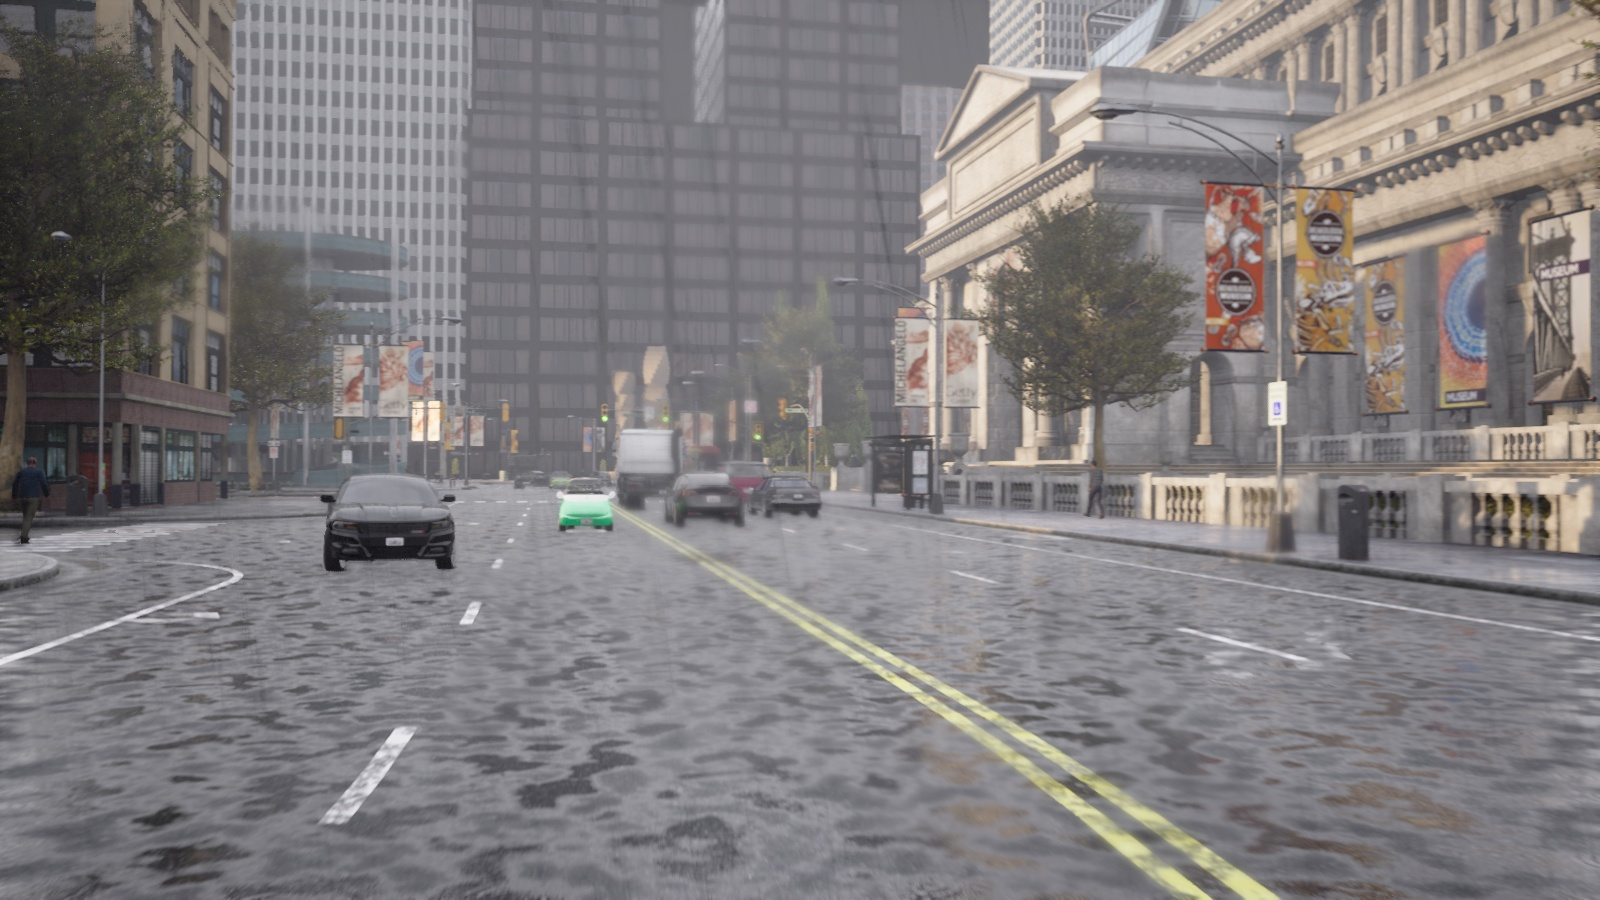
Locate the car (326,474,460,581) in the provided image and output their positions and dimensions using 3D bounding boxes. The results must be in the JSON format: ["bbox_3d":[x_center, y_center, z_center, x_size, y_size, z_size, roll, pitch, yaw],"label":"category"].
[{"bbox_3d":[-6.876,1.176,20.919,1.882,1.535,5.008,0,-1,-21],"label":"car"}]

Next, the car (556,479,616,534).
[{"bbox_3d":[-5.580,1.443,32.628,1.481,1.376,2.207,0,-1,-11],"label":"car"}]

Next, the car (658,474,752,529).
[{"bbox_3d":[-2.874,1.446,36.879,2.163,1.488,4.792,0,-1,-11],"label":"car"}]

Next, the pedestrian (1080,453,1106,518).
[{"bbox_3d":[8.884,1.066,38.104,0.423,1.949,0.788,0,-1,-17],"label":"pedestrian"}]

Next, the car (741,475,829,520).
[{"bbox_3d":[-0.600,1.593,43.427,2.033,1.411,5.357,0,-1,-12],"label":"car"}]

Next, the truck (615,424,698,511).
[{"bbox_3d":[-6.274,0.766,53.924,2.891,3.462,7.936,0,-1,-11],"label":"truck"}]

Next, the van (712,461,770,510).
[{"bbox_3d":[-2.538,1.470,53.104,1.775,1.987,4.442,0,-1,-11],"label":"van"}]

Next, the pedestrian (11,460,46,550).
[{"bbox_3d":[-16.001,1.136,26.062,0.402,1.842,0.726,0,-1,-13],"label":"pedestrian"}]
